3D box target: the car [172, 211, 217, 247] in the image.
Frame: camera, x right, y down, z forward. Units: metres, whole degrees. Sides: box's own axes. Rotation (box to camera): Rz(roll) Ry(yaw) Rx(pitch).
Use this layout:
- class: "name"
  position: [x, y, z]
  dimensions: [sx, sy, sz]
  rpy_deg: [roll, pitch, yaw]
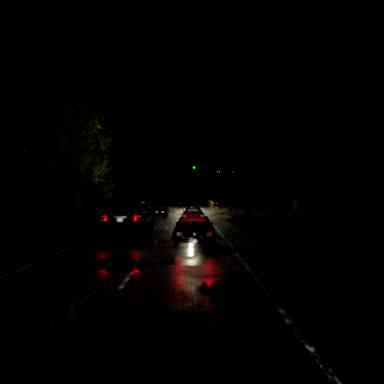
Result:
- class: "car"
  position: [0.096, 1.806, 16.085]
  dimensions: [1.895, 1.301, 4.718]
  rpy_deg: [0, -1, 0]

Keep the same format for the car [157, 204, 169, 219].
- class: "car"
  position: [-3.408, 1.980, 34.216]
  dimensions: [2.033, 1.411, 5.357]
  rpy_deg: [0, -1, 0]

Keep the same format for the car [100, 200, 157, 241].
- class: "car"
  position: [-3.392, 1.447, 18.079]
  dimensions: [2.150, 2.045, 5.566]
  rpy_deg: [0, -1, -1]

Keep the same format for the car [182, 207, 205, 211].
- class: "car"
  position: [0.102, 1.901, 26.585]
  dimensions: [1.994, 1.385, 4.181]
  rpy_deg: [0, -1, 0]
